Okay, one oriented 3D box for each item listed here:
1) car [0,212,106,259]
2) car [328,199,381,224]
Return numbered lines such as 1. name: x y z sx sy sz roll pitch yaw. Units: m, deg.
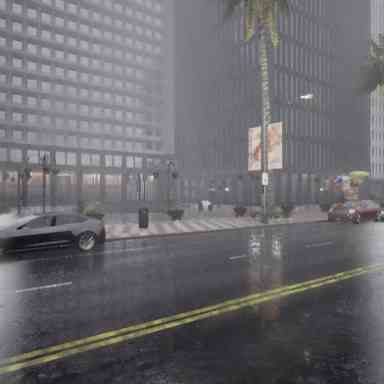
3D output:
1. car: -5.633 1.511 12.369 4.786 1.482 2.161 0 0 -36
2. car: 12.264 1.353 25.046 4.553 1.767 2.185 0 0 -36
